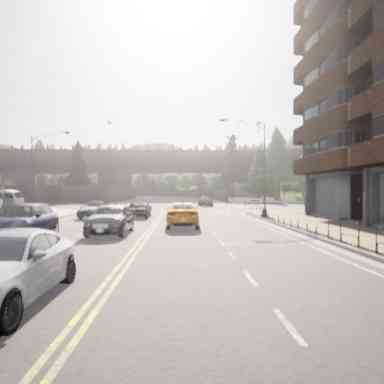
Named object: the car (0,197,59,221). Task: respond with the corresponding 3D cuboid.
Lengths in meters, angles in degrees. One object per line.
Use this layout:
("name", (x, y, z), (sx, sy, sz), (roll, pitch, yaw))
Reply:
("car", (-7.566, 1.299, 14.631), (2.097, 1.767, 4.553), (0, 0, -2))

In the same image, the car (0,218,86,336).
("car", (-3.771, 1.501, 6.735), (1.812, 1.442, 4.674), (0, 0, -2))

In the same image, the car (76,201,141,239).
("car", (-4.147, 1.429, 17.095), (2.128, 1.511, 4.902), (0, 0, -2))

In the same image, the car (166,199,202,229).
("car", (-0.597, 1.400, 20.860), (1.882, 1.535, 5.008), (0, 0, -2))

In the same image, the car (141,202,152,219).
("car", (-4.442, 1.500, 27.652), (1.895, 1.301, 4.718), (0, 0, -2))

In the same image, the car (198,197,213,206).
("car", (1.914, 1.347, 48.381), (1.994, 1.385, 4.181), (0, 0, -2))
